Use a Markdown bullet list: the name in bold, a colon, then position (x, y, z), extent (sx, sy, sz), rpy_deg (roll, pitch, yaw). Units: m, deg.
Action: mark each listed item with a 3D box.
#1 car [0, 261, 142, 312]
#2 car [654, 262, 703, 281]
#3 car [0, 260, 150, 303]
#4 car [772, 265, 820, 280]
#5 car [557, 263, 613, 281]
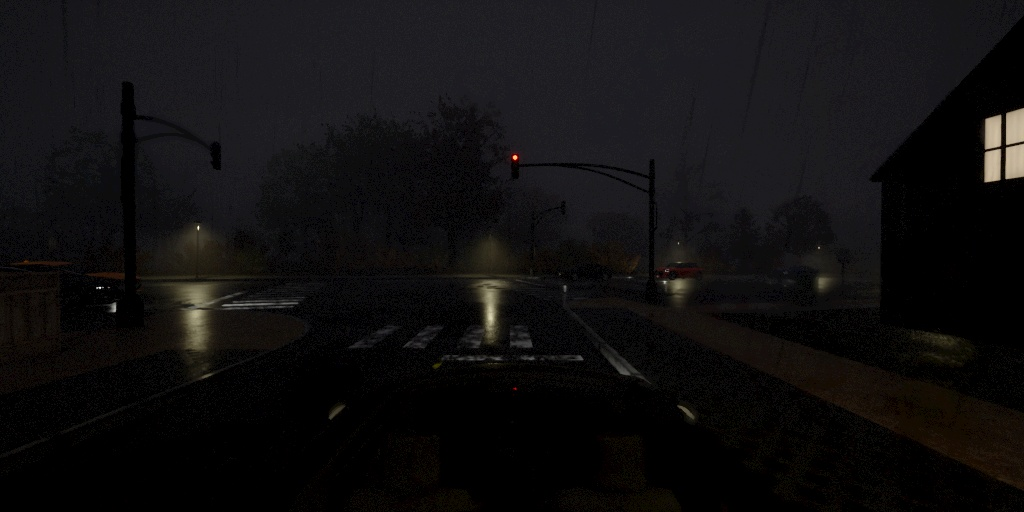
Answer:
- **car**: position (-15.957, 1.022, 11.842), extent (4.902, 1.511, 2.128), rpy_deg (1, 0, -22)
- **car**: position (15.600, 1.351, 33.778), extent (4.553, 1.767, 2.097), rpy_deg (1, 0, -17)
- **car**: position (-18.329, 0.961, 14.402), extent (5.008, 1.535, 1.882), rpy_deg (1, 0, -21)
- **car**: position (30.213, 1.703, 38.183), extent (5.008, 1.535, 1.882), rpy_deg (1, 0, -16)
- **car**: position (6.284, 1.360, 30.705), extent (4.892, 1.490, 1.837), rpy_deg (1, 0, -18)
